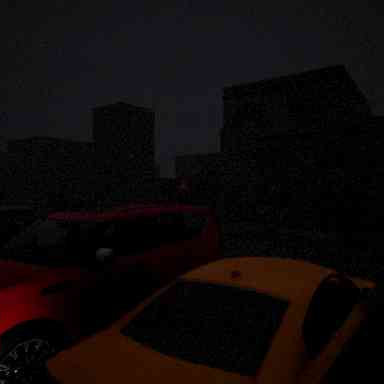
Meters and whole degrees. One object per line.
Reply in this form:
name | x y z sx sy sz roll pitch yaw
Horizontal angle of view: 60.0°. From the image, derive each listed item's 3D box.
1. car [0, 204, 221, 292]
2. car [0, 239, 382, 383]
car | -1.522 1.269 5.419 2.435 2.045 5.566 -1 -1 35
car | 0.880 1.493 3.758 2.097 1.535 5.008 -1 0 35
